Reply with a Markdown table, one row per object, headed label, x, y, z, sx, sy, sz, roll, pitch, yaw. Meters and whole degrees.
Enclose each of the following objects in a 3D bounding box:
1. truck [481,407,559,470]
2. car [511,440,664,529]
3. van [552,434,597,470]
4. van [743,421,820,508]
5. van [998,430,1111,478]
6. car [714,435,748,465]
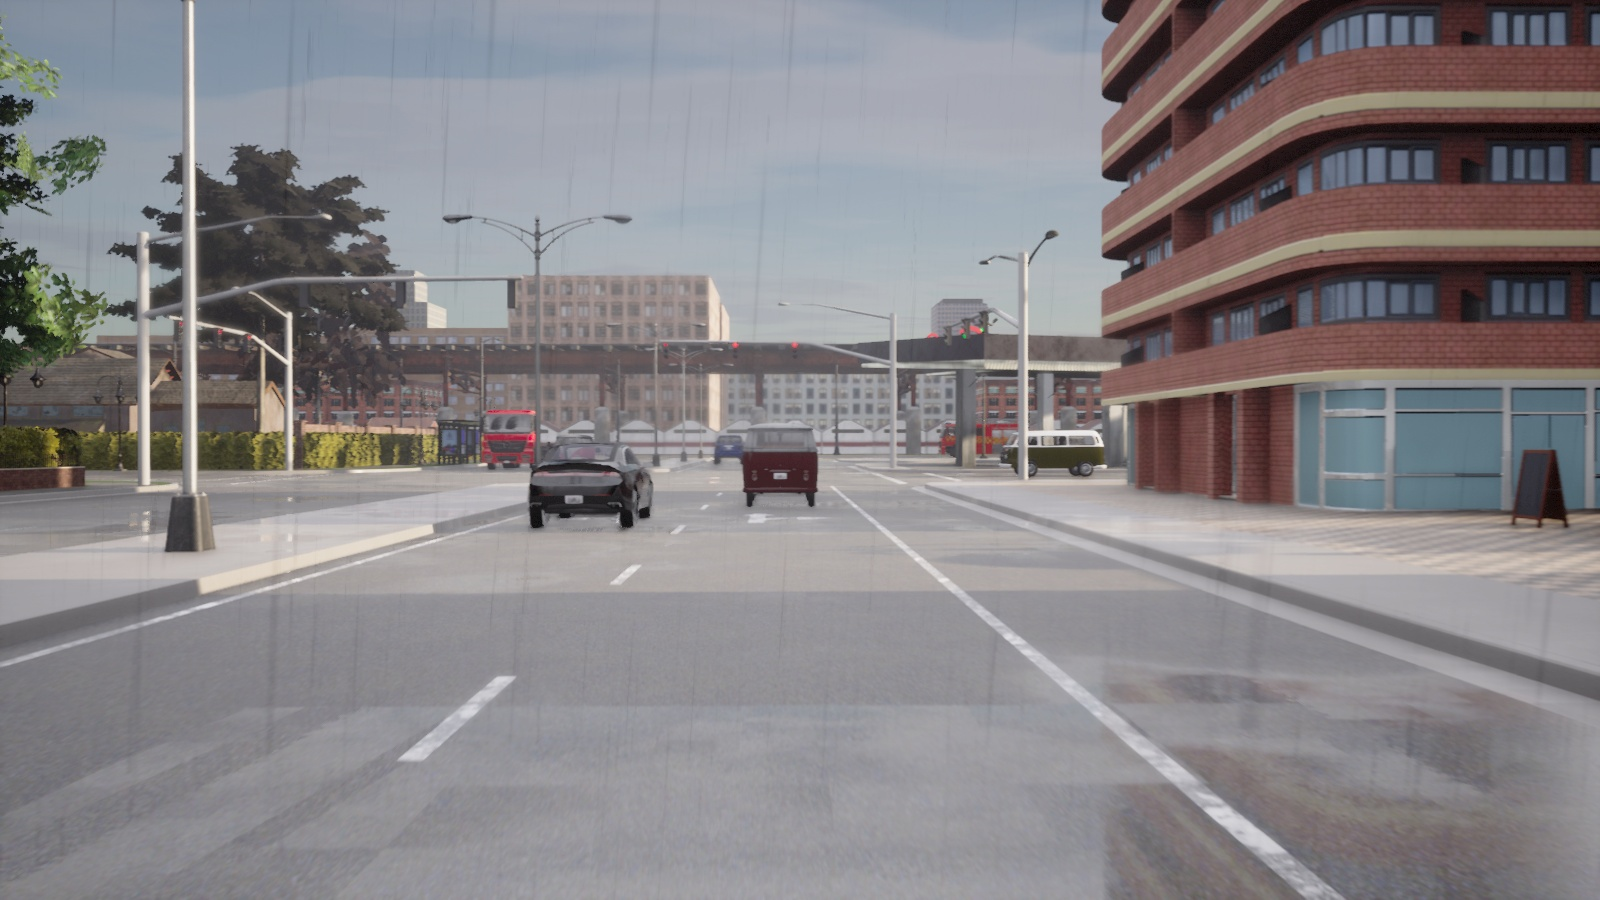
| label | x | y | z | sx | sy | sz | roll | pitch | yaw |
| --- | --- | --- | --- | --- | --- | --- | --- | --- | --- |
| truck | -16.162 | -0.655 | 73.086 | 2.891 | 3.462 | 7.936 | 0 | 0 | -1 |
| car | -3.847 | 0.567 | 23.673 | 2.128 | 1.511 | 4.902 | 0 | 0 | -1 |
| van | -12.570 | 0.097 | 70.169 | 1.775 | 1.987 | 4.442 | 0 | 0 | -1 |
| van | -0.462 | 0.324 | 31.069 | 1.775 | 1.987 | 4.442 | 0 | 0 | -1 |
| van | 11.090 | 0.165 | 54.976 | 4.480 | 2.038 | 2.069 | 0 | 0 | -3 |
| car | -4.864 | -0.040 | 89.121 | 2.150 | 2.045 | 5.566 | 0 | 0 | -1 |
